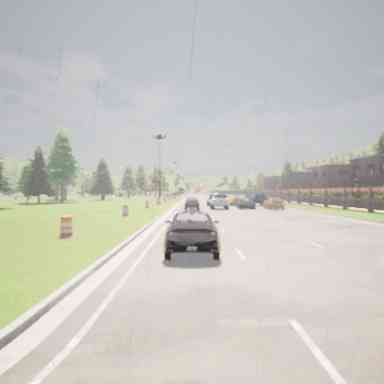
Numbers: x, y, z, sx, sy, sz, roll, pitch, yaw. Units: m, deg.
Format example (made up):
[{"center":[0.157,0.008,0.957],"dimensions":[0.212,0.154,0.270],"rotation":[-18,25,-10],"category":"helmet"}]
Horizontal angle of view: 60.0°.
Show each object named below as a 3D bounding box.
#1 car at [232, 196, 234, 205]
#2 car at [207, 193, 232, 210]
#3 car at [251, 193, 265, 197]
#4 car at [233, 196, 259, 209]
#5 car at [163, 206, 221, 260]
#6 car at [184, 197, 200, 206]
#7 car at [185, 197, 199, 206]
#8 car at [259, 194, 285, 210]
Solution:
[{"center":[7.006,1.426,53.391],"dimensions":[1.882,1.535,5.008],"rotation":[0,0,0],"category":"car"},{"center":[3.505,1.180,43.001],"dimensions":[2.150,2.045,5.566],"rotation":[0,0,0],"category":"car"},{"center":[10.506,1.170,53.421],"dimensions":[2.150,2.045,5.566],"rotation":[0,0,0],"category":"car"},{"center":[7.005,1.522,43.388],"dimensions":[1.994,1.385,4.181],"rotation":[0,0,0],"category":"car"},{"center":[0.002,1.480,12.359],"dimensions":[2.128,1.511,4.902],"rotation":[0,0,0],"category":"car"},{"center":[0.005,1.450,42.972],"dimensions":[2.128,1.511,4.902],"rotation":[0,0,0],"category":"car"},{"center":[0.006,1.496,53.392],"dimensions":[2.033,1.411,5.357],"rotation":[0,0,0],"category":"car"},{"center":[10.505,1.436,42.971],"dimensions":[1.882,1.535,5.008],"rotation":[0,0,0],"category":"car"}]
